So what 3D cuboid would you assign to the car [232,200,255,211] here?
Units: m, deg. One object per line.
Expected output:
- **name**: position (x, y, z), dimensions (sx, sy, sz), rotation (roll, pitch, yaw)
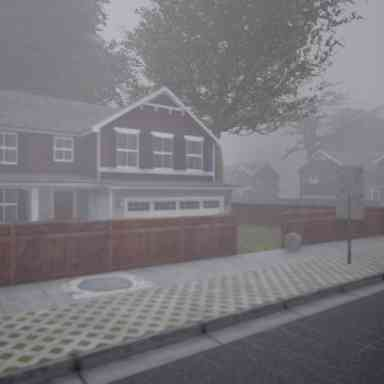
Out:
- **car**: position (5.041, 1.646, 35.406), dimensions (1.837, 1.490, 4.892), rotation (0, 0, -36)
